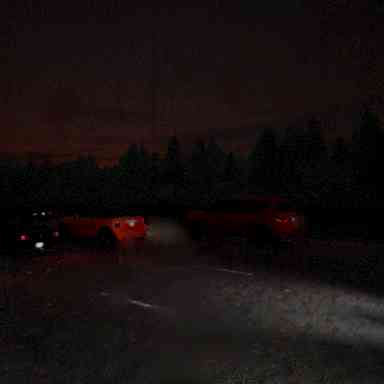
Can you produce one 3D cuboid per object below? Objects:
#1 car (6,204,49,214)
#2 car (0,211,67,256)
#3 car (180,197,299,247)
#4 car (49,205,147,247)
[{"bbox_3d":[-13.131,1.688,26.254,5.357,1.411,2.033,0,0,36],"label":"car"},{"bbox_3d":[-7.447,1.676,13.603,4.718,1.301,1.895,0,0,35],"label":"car"},{"bbox_3d":[2.059,1.260,15.420,5.566,2.045,2.150,0,0,35],"label":"car"},{"bbox_3d":[-4.341,1.420,15.686,4.553,1.767,2.097,0,0,35],"label":"car"}]
